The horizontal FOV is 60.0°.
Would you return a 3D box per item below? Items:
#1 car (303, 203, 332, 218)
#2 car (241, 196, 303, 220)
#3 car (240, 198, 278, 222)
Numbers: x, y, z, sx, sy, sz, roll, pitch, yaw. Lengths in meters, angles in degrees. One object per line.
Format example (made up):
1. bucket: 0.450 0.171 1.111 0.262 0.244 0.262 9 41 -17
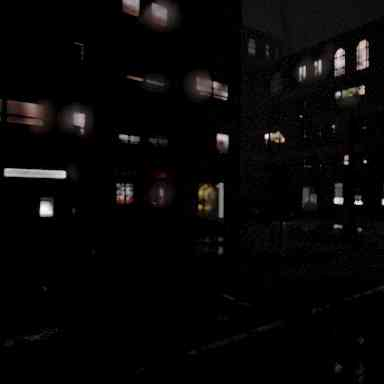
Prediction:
1. car: 11.077 1.735 31.705 2.008 1.369 4.403 0 -1 -36
2. car: 6.398 1.399 28.915 2.150 2.045 5.566 1 1 -36
3. car: 4.482 1.529 26.938 1.967 1.590 4.097 0 -1 -36
